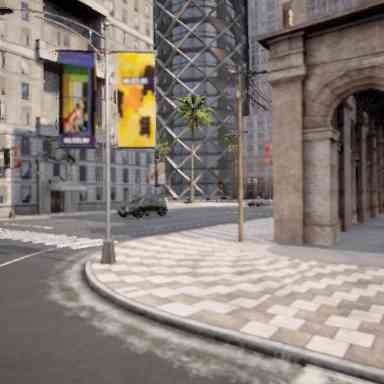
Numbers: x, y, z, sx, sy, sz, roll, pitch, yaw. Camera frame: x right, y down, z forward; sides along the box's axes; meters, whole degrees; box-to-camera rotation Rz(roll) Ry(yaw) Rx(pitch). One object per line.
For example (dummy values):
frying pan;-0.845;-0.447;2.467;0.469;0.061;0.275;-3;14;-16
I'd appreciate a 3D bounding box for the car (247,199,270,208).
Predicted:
car;10.860;1.795;54.010;2.033;1.411;5.357;-1;0;36

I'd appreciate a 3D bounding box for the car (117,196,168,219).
car;-4.701;1.470;32.434;2.150;2.045;5.566;-1;0;35
